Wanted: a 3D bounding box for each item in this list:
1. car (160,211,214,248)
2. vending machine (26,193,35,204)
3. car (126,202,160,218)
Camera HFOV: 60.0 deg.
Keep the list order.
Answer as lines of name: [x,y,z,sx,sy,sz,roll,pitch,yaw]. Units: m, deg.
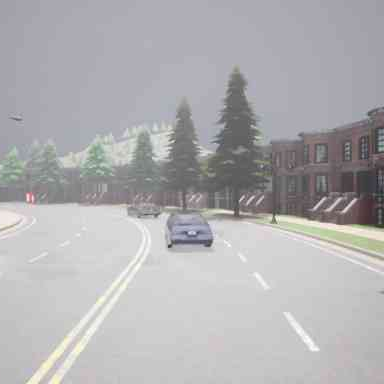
car: [-0.260,1.563,14.825,2.033,1.411,5.357,0,0,-6]
vending machine: [-29.974,1.194,61.730,0.880,2.100,1.100,0,0,18]
car: [-4.391,1.563,29.770,2.033,1.411,5.357,0,0,-25]
